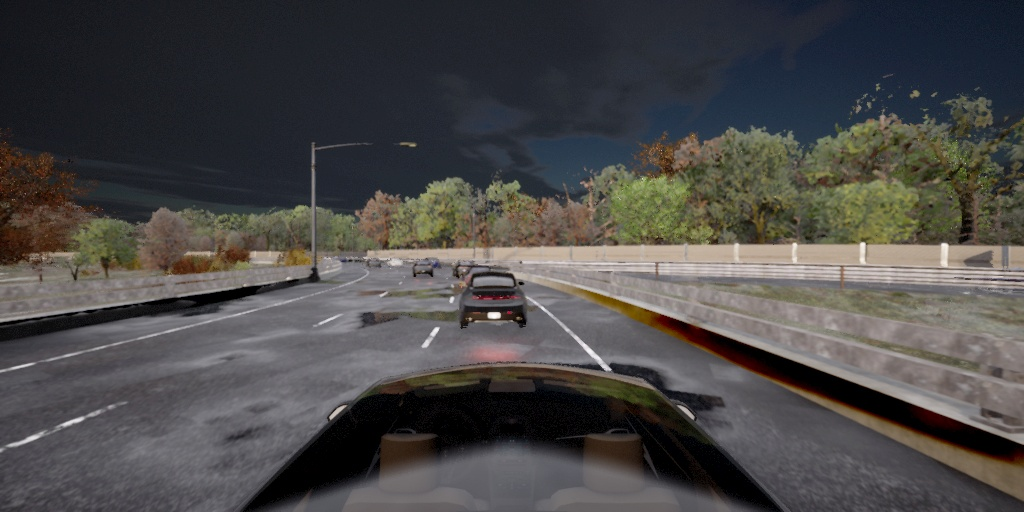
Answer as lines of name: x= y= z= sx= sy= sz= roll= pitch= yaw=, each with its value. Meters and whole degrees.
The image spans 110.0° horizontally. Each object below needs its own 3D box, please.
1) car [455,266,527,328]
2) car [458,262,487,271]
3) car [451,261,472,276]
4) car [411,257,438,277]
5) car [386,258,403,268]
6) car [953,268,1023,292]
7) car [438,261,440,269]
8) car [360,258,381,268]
car: x=-0.628 y=1.225 z=11.346 sx=1.837 sy=1.490 sz=4.892 roll=0 pitch=0 yaw=-4
car: x=-2.005 y=1.253 z=21.681 sx=1.994 sy=1.385 sz=4.181 roll=0 pitch=0 yaw=-10
car: x=-4.324 y=1.153 z=32.184 sx=2.128 sy=1.511 sz=4.902 roll=0 pitch=0 yaw=-15
car: x=-8.687 y=1.144 z=34.698 sx=2.128 sy=1.511 sz=4.902 roll=-1 pitch=1 yaw=-17
car: x=-18.979 y=1.124 z=57.872 sx=1.812 sy=1.442 sz=4.674 roll=0 pitch=0 yaw=-31
car: x=30.426 y=1.441 z=21.628 sx=5.008 sy=1.535 sz=1.882 roll=2 pitch=1 yaw=32
car: x=-11.939 y=0.958 z=52.171 sx=2.097 sy=1.767 sz=4.553 roll=0 pitch=0 yaw=-26
car: x=-21.526 y=1.102 z=55.291 sx=2.128 sy=1.511 sz=4.902 roll=0 pitch=0 yaw=-31
